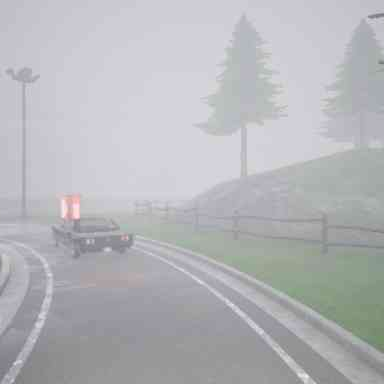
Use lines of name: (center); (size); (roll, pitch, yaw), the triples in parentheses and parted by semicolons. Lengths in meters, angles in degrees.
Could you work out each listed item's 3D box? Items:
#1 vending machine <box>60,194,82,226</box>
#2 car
vending machine: (-8.226, 1.194, 22.632); (0.880, 2.100, 1.100); (0, 0, 34)
car: (-4.034, 1.616, 12.835); (1.895, 1.301, 4.718); (0, 0, -34)
